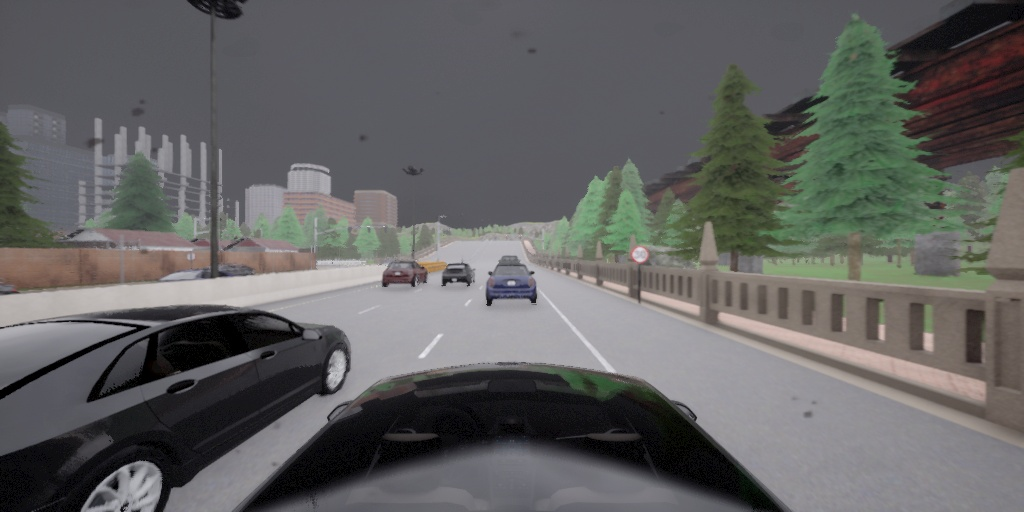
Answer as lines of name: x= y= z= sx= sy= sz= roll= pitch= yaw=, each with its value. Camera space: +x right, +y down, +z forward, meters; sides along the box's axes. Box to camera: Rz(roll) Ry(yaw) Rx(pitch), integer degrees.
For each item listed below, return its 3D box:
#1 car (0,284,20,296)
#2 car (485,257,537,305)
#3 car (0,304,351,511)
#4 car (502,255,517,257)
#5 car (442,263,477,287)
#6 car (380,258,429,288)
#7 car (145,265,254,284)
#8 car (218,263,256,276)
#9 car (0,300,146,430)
car: x=-17.670 y=1.332 z=10.284 sx=1.812 sy=1.442 sz=4.674 roll=0 pitch=0 yaw=-1
car: x=-0.037 y=1.088 z=16.223 sx=2.097 sy=1.767 sz=4.553 roll=0 pitch=0 yaw=0
car: x=-3.453 y=1.264 z=3.740 sx=1.837 sy=1.490 sz=4.892 roll=0 pitch=0 yaw=0
car: x=-0.253 y=0.935 z=37.936 sx=2.150 sy=2.045 sz=5.566 roll=0 pitch=0 yaw=-1
car: x=-3.616 y=1.243 z=24.765 sx=1.837 sy=1.490 sz=4.892 roll=0 pitch=0 yaw=-1
car: x=-7.114 y=1.106 z=24.326 sx=2.097 sy=1.767 sz=4.553 roll=0 pitch=0 yaw=-1
car: x=-14.229 y=1.313 z=16.034 sx=1.812 sy=1.442 sz=4.674 roll=0 pitch=0 yaw=-1
car: x=-21.331 y=1.294 z=26.525 sx=2.128 sy=1.511 sz=4.902 roll=0 pitch=0 yaw=-1
car: x=-6.904 y=1.374 z=3.491 sx=1.895 sy=1.301 sz=4.718 roll=0 pitch=0 yaw=0
